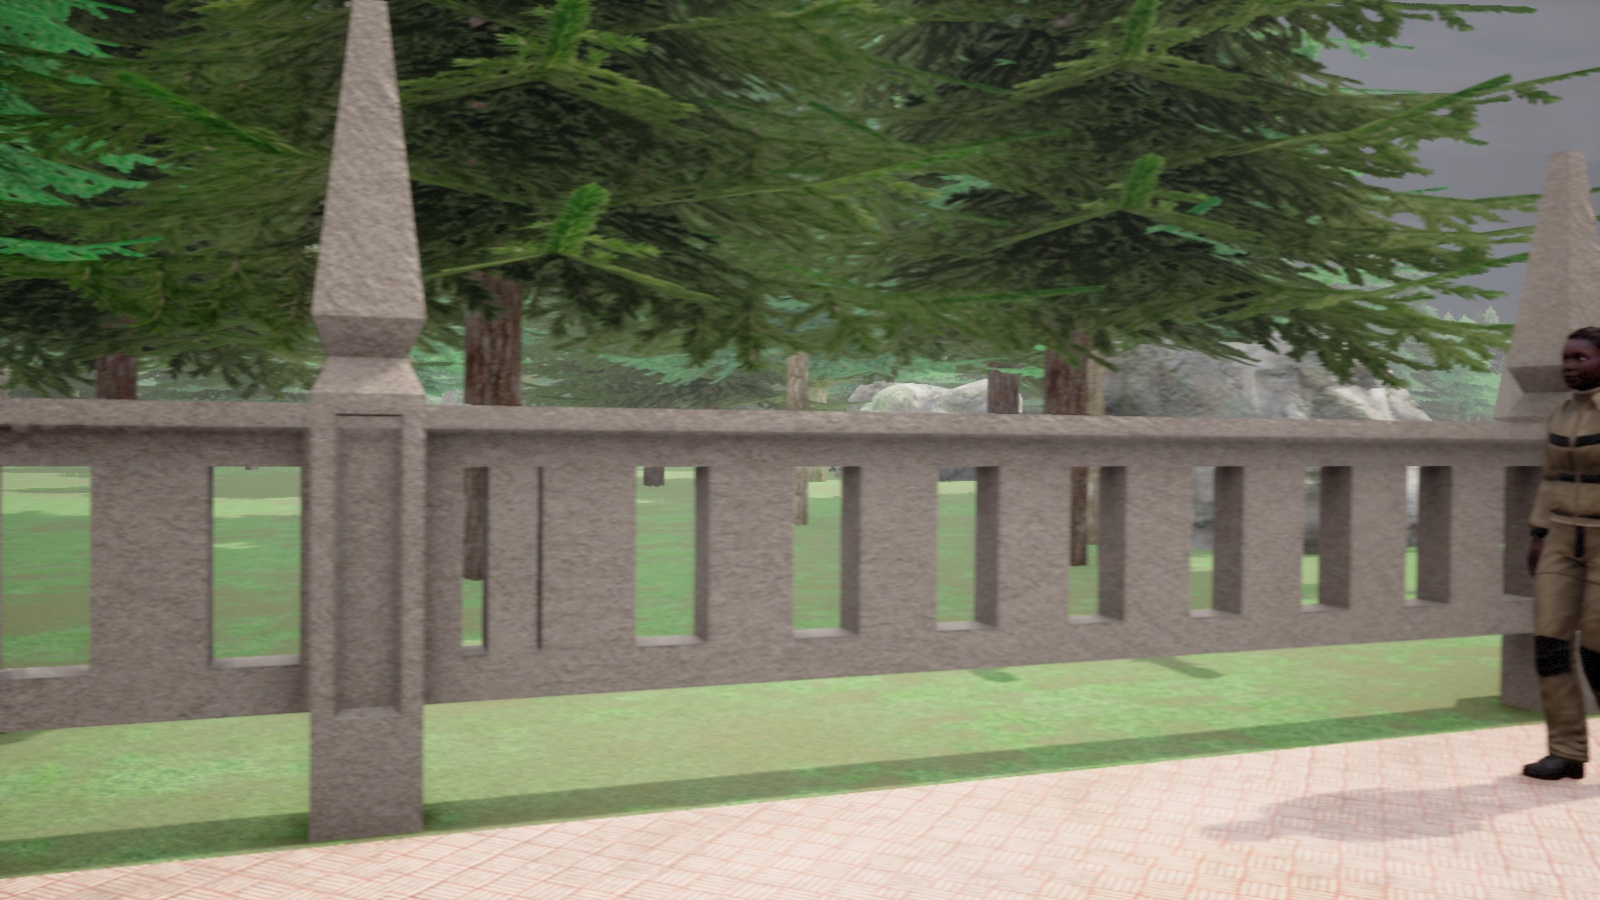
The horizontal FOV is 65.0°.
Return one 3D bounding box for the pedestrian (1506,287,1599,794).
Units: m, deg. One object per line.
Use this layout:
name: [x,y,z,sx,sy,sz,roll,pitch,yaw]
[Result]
pedestrian: [3.287,0.338,5.069,0.692,1.930,0.396,-1,1,-19]
